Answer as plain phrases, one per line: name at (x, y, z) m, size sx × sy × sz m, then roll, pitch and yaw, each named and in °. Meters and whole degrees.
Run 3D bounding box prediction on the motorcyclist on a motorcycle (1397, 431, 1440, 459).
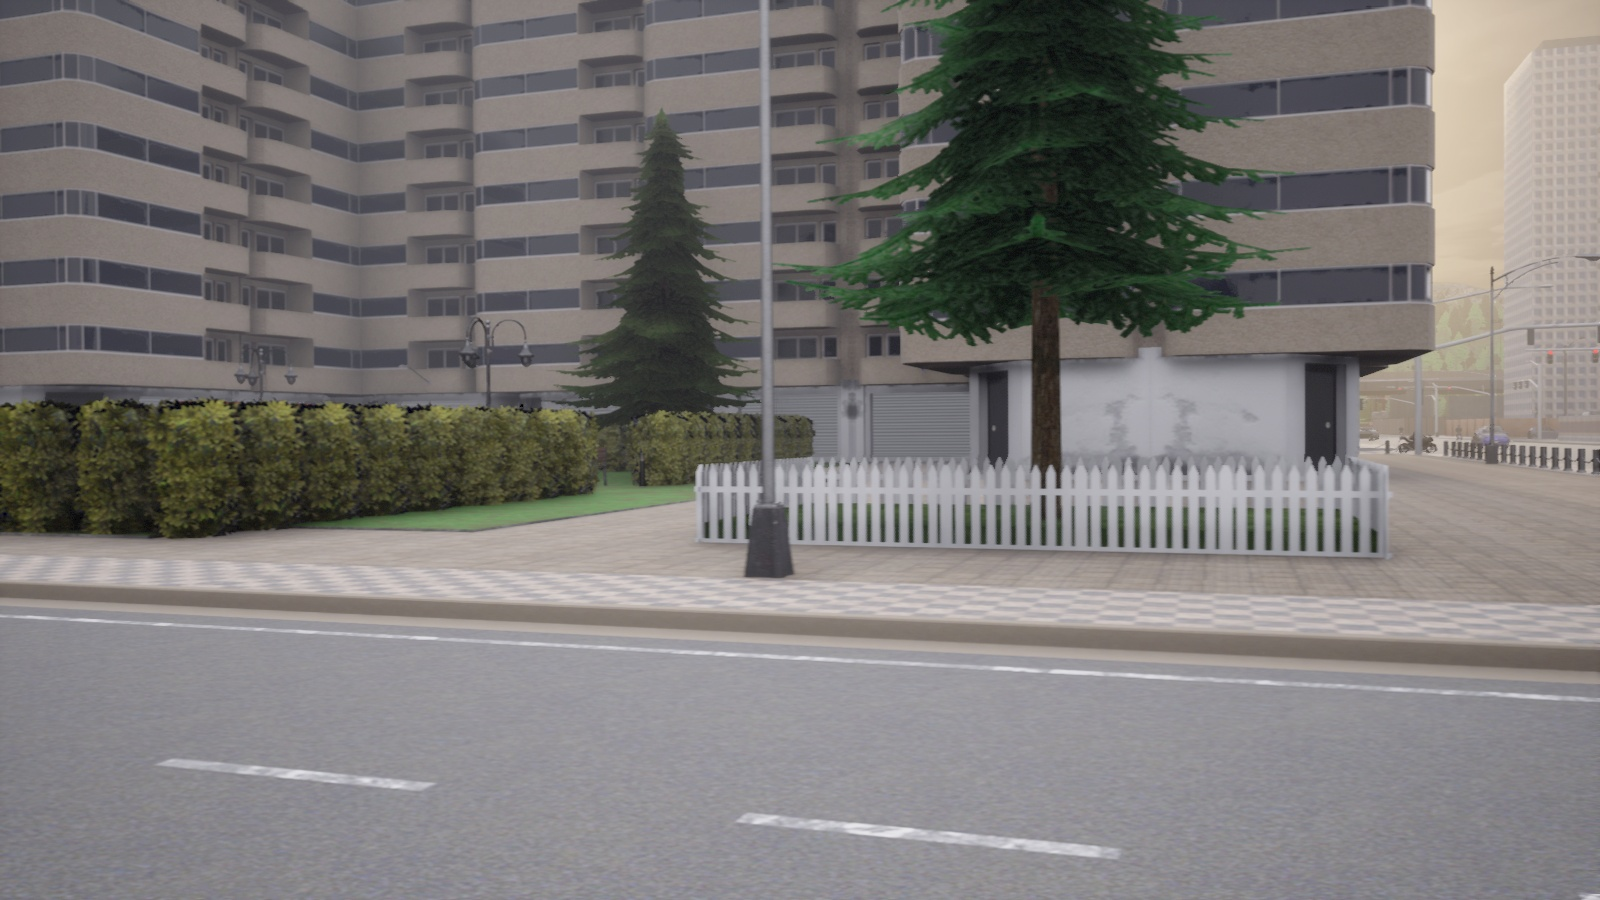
motorcyclist on a motorcycle at (34.901, -0.274, 70.851) m, size 2.044 × 1.523 × 0.797 m, roll 1°, pitch 1°, yaw 18°
